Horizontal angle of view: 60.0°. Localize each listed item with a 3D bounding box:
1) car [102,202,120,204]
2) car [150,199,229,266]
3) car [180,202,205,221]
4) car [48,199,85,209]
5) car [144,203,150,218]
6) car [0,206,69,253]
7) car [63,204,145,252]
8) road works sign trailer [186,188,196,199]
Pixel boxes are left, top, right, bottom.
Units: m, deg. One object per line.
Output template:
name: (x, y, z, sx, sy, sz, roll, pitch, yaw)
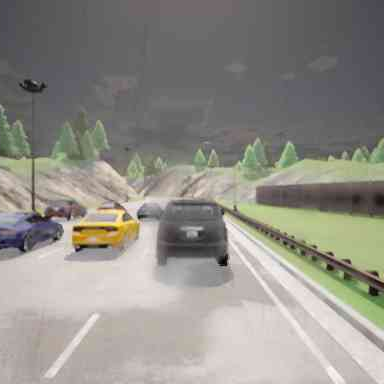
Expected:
car: (-6.948, 1.557, 28.609, 1.812, 1.442, 4.674, 0, 0, 1)
car: (0.030, 1.236, 11.779, 2.150, 2.045, 5.566, 0, 0, 0)
car: (0.049, 1.596, 28.173, 1.994, 1.385, 4.181, 0, 0, 1)
car: (-10.455, 1.383, 27.841, 2.097, 1.767, 4.553, 0, 0, 1)
car: (-3.452, 1.596, 28.109, 1.994, 1.385, 4.181, 0, 0, 0)
car: (-6.949, 1.541, 13.613, 1.812, 1.442, 4.674, 0, 0, 1)
car: (-3.447, 1.493, 14.118, 1.882, 1.535, 5.008, 0, 0, 1)
road works sign trailer: (-0.053, 0.561, 88.036, 2.380, 3.560, 2.880, 0, 0, 0)
